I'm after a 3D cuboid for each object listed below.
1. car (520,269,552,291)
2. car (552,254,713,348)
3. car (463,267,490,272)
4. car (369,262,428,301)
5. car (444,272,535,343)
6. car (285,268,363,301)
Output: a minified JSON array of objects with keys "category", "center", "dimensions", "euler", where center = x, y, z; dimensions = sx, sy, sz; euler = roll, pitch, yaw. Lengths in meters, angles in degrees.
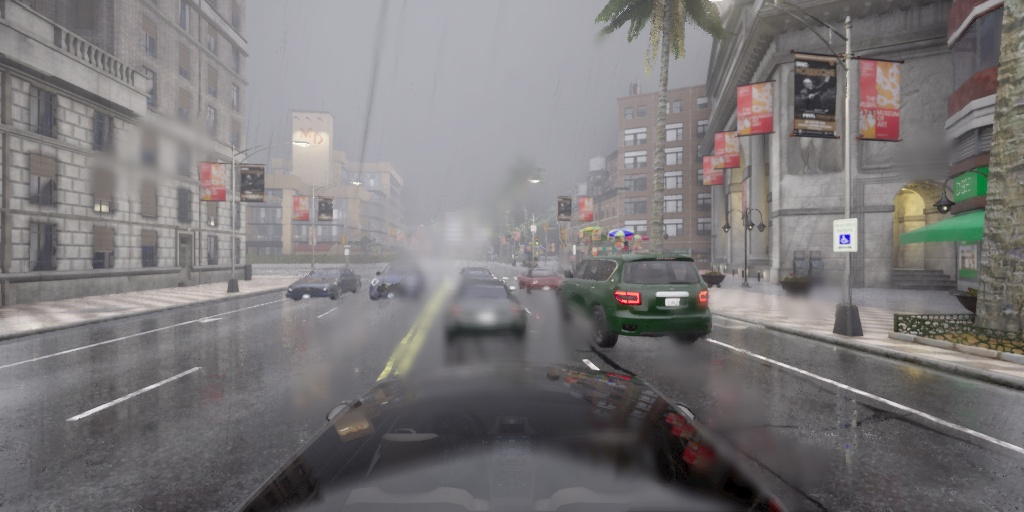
[{"category":"car","center":[1.488,1.354,20.046],"dimensions":[1.895,1.301,4.718],"euler":[0,0,-7]},{"category":"car","center":[2.787,0.973,9.496],"dimensions":[2.150,2.045,5.566],"euler":[0,0,-6]},{"category":"car","center":[-1.924,1.300,19.208],"dimensions":[2.033,1.411,5.357],"euler":[0,0,-7]},{"category":"car","center":[-5.363,1.103,17.397],"dimensions":[2.097,1.767,4.553],"euler":[0,0,-7]},{"category":"car","center":[-0.791,1.315,9.829],"dimensions":[1.994,1.385,4.181],"euler":[0,0,-7]},{"category":"car","center":[-8.919,1.300,17.611],"dimensions":[2.033,1.411,5.357],"euler":[0,0,-7]}]
